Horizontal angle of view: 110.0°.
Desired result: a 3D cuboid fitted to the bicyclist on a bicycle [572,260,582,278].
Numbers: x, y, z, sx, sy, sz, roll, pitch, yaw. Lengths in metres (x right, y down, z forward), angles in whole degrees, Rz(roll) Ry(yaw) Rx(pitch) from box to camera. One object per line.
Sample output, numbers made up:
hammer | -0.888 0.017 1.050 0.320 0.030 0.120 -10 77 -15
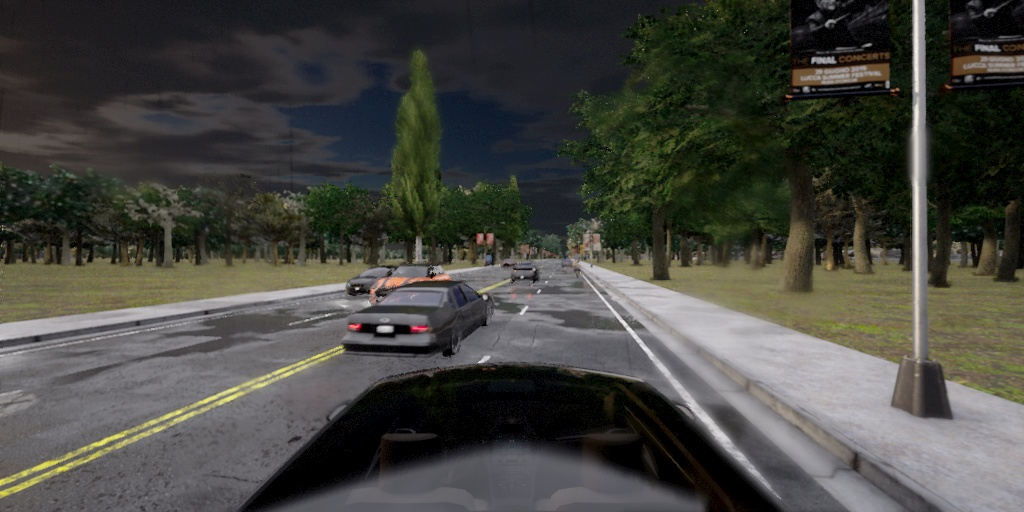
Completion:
bicyclist on a bicycle | 5.907 1.237 32.216 0.866 1.612 1.509 0 0 8

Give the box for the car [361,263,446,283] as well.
car | -4.222 1.135 15.663 2.097 1.767 4.553 0 0 9

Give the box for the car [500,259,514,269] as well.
car | -0.605 1.219 60.697 2.097 1.767 4.553 0 0 9

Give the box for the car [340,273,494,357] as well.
car | -1.800 1.313 8.661 2.033 1.411 5.357 0 0 9

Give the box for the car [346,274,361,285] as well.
car | -6.948 1.299 19.337 1.837 1.490 4.892 0 0 9

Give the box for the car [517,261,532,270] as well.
car | 2.012 1.455 56.404 1.895 1.301 4.718 0 0 9

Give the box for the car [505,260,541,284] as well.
car | 1.107 1.290 27.690 2.128 1.511 4.902 0 0 9
